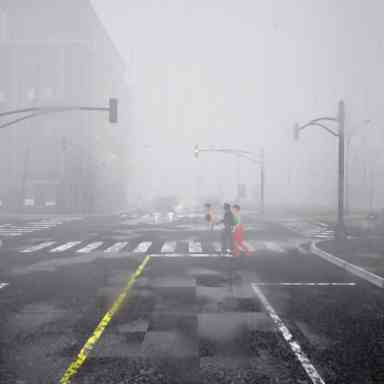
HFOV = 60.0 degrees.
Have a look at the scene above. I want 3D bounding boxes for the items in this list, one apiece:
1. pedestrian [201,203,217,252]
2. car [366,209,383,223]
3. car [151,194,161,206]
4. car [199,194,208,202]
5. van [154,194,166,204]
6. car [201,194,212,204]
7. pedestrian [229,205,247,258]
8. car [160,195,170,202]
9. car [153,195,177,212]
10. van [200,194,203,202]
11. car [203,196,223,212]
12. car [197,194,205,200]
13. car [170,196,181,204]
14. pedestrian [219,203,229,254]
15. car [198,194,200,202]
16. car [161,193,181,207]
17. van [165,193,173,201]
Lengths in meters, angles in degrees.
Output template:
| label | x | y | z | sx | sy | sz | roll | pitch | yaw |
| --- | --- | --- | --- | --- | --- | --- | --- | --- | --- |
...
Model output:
| label | x | y | z | sx | sy | sz | roll | pitch | yaw |
| --- | --- | --- | --- | --- | --- | --- | --- | --- | --- |
| pedestrian | 0.645 | 1.289 | 12.434 | 0.375 | 1.860 | 0.375 | -1 | 1 | 0 |
| car | 14.823 | 1.604 | 23.737 | 4.181 | 1.385 | 1.994 | 0 | 1 | 1 |
| car | -5.763 | 1.515 | 54.990 | 1.947 | 1.339 | 4.313 | -1 | 0 | 0 |
| car | 2.563 | 1.348 | 77.615 | 1.967 | 1.590 | 4.097 | -1 | 0 | 0 |
| van | -5.773 | 1.281 | 60.635 | 1.690 | 1.788 | 3.998 | -1 | 0 | 0 |
| car | 2.595 | 1.405 | 43.740 | 1.967 | 1.590 | 4.097 | -1 | 0 | 0 |
| pedestrian | 1.551 | 1.290 | 11.232 | 0.375 | 1.860 | 0.375 | -1 | 1 | 0 |
| car | -5.783 | 1.464 | 71.927 | 1.887 | 1.381 | 4.507 | -1 | 0 | 0 |
| car | -3.140 | 1.449 | 39.316 | 1.882 | 1.535 | 5.008 | 0 | 0 | 0 |
| van | 2.581 | 1.290 | 55.032 | 1.690 | 1.788 | 3.998 | -1 | 0 | 0 |
| car | 2.603 | 1.518 | 38.095 | 1.887 | 1.381 | 4.507 | -1 | 0 | 0 |
| car | 2.575 | 1.307 | 94.553 | 1.967 | 1.590 | 4.097 | -1 | 0 | 0 |
| car | -3.122 | 1.499 | 63.852 | 1.994 | 1.385 | 4.181 | 0 | 0 | 0 |
| pedestrian | 1.272 | 1.290 | 11.839 | 0.375 | 1.860 | 0.375 | -1 | 1 | 0 |
| car | 2.577 | 1.485 | 60.678 | 1.887 | 1.381 | 4.507 | -1 | 0 | 0 |
| car | -3.148 | 1.308 | 50.377 | 2.097 | 1.767 | 4.553 | 0 | 0 | -1 |
| van | -5.798 | 1.236 | 83.221 | 1.690 | 1.788 | 3.998 | -1 | 0 | 0 |
